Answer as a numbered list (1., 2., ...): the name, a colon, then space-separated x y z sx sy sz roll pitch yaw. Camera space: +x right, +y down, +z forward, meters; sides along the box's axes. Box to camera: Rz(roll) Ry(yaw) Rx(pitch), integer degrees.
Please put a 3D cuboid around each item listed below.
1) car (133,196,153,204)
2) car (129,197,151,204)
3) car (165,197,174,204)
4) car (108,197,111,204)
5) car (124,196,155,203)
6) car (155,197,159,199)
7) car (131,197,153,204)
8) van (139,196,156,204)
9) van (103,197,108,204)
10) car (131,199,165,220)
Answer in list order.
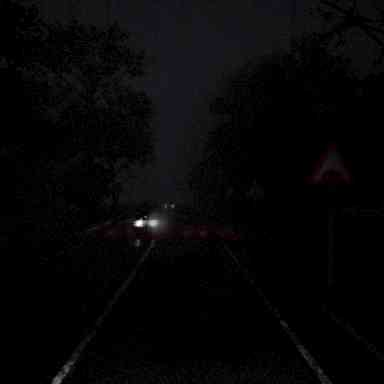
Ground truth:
1. car: -12.120 1.972 82.607 4.553 1.767 2.185 0 -2 -1
2. car: -11.968 1.932 77.058 4.892 1.521 2.231 0 -2 -1
3. car: -4.743 1.826 71.319 1.837 1.490 4.892 0 -1 -1
4. car: -25.328 2.260 90.825 4.553 1.767 2.185 0 -2 -1
5. car: -11.714 1.856 74.295 5.366 1.575 1.946 0 -2 -1
6. car: -12.124 1.938 85.382 5.566 2.045 2.435 0 -2 -1
7. car: -12.032 2.010 79.828 5.008 1.535 2.097 0 -2 -1
8. van: -12.458 2.249 93.699 4.442 1.987 1.878 0 -2 -1
9. van: -25.413 2.065 88.058 4.442 1.987 1.878 0 -2 -1
10. car: -3.878 1.652 29.934 2.033 1.411 5.357 0 0 -1
